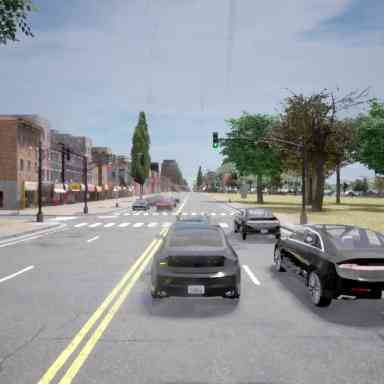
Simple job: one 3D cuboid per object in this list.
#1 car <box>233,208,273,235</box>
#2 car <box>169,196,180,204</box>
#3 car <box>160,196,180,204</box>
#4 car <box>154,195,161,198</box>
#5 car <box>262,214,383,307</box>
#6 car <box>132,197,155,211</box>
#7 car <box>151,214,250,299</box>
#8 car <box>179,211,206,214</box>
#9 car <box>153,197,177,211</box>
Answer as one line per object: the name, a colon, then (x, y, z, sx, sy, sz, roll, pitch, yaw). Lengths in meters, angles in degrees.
car: (3.301, 1.580, 17.557, 2.128, 1.511, 4.902, 0, 0, 0)
car: (-3.294, 1.548, 64.113, 1.895, 1.301, 4.718, 0, 1, 0)
car: (-3.343, 1.627, 50.850, 1.994, 1.385, 4.181, 0, 0, 0)
car: (-6.586, 1.546, 53.592, 1.837, 1.490, 4.892, 0, 1, 0)
car: (3.331, 1.515, 7.986, 2.128, 1.511, 4.902, 0, 0, 0)
car: (-6.593, 1.657, 43.770, 2.033, 1.411, 5.357, 0, 0, 0)
car: (0.083, 1.531, 8.466, 1.837, 1.490, 4.892, 0, 0, 0)
car: (0.055, 1.692, 18.139, 1.895, 1.301, 4.718, 0, 0, 0)
car: (-3.346, 1.717, 42.045, 1.895, 1.301, 4.718, 0, 0, 0)
